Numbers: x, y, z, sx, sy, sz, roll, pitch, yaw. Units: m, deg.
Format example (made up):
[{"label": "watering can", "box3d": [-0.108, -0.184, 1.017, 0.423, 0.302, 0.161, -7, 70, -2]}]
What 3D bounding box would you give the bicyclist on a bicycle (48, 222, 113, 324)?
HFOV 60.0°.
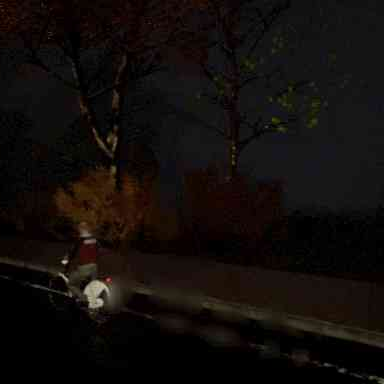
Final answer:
[{"label": "bicyclist on a bicycle", "box3d": [-2.108, 1.420, 6.100, 1.843, 1.776, 0.659, 0, 0, 35]}]
